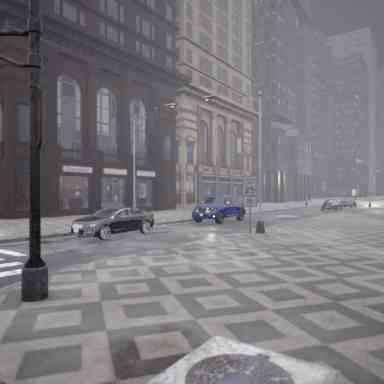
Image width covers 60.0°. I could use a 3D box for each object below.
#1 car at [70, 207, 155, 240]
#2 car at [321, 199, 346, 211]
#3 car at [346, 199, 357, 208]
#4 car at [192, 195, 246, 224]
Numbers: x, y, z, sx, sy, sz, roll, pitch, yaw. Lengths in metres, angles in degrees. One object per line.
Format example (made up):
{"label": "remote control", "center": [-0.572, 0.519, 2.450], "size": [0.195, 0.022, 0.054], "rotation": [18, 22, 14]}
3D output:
{"label": "car", "center": [-3.995, 1.533, 17.409], "size": [2.128, 1.511, 4.902], "rotation": [0, 0, 34]}
{"label": "car", "center": [17.881, 1.656, 42.482], "size": [1.812, 1.442, 4.674], "rotation": [0, 0, 36]}
{"label": "car", "center": [23.782, 1.703, 50.728], "size": [2.033, 1.411, 5.357], "rotation": [0, 0, 36]}
{"label": "car", "center": [2.253, 1.295, 26.135], "size": [2.150, 2.045, 5.566], "rotation": [0, 0, 35]}
